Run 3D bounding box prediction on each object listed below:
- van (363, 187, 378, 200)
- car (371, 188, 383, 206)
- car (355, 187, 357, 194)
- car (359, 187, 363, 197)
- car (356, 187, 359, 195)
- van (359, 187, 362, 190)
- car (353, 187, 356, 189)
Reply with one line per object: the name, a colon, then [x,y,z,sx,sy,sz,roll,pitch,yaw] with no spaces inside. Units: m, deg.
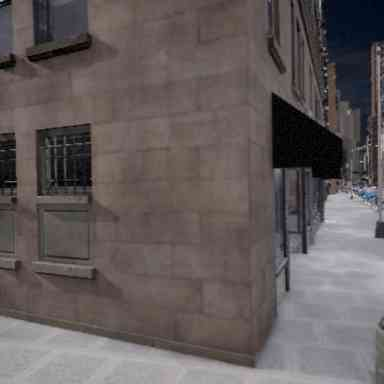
van: [26.624,0.256,49.062,1.690,1.788,3.998,-1,1,24]
car: [19.894,0.656,33.996,1.967,1.590,4.097,-1,1,24]
car: [35.605,0.099,69.151,1.802,1.307,4.206,-1,1,24]
car: [28.872,0.366,54.085,2.008,1.369,4.403,-1,1,24]
car: [33.360,0.182,64.129,1.947,1.339,4.313,-1,1,24]
van: [31.112,0.056,59.104,1.690,1.788,3.998,-1,1,24]
car: [40.092,-0.114,79.194,1.947,1.339,4.313,-1,1,24]
